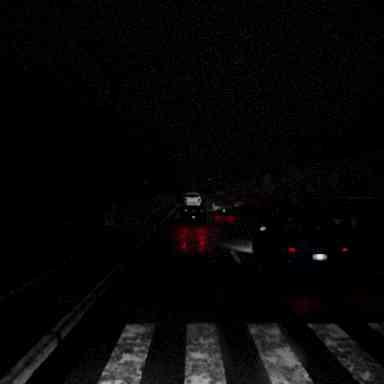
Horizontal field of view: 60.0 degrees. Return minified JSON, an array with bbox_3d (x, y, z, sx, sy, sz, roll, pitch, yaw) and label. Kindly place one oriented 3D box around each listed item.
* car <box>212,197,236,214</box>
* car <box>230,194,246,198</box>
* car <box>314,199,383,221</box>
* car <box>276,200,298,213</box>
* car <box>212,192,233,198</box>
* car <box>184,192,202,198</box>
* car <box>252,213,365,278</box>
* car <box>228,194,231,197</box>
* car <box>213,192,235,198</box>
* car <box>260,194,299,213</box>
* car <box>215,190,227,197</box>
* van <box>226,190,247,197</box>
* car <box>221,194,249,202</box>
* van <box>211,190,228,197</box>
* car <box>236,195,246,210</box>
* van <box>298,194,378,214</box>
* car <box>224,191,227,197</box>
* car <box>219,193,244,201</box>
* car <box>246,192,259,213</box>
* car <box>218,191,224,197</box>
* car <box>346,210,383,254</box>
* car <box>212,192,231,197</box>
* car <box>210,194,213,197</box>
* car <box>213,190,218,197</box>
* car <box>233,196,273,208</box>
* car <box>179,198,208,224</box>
[{"bbox_3d":[3.094,1.516,34.383,1.895,1.301,4.718,0,0,0],"label":"car"},{"bbox_3d":[7.891,1.351,41.345,5.366,1.575,1.946,1,1,-20],"label":"car"},{"bbox_3d":[8.040,1.332,14.549,4.553,1.767,2.185,1,0,-20],"label":"car"},{"bbox_3d":[8.061,1.446,20.524,4.892,1.521,2.231,1,0,-20],"label":"car"},{"bbox_3d":[8.230,0.702,89.206,5.366,1.575,1.946,1,0,-20],"label":"car"},{"bbox_3d":[0.093,1.073,43.065,2.150,2.045,5.566,0,1,0],"label":"car"},{"bbox_3d":[3.098,1.542,10.064,1.994,1.385,4.181,0,0,0],"label":"car"},{"bbox_3d":[8.057,1.334,47.386,4.674,1.452,2.002,0,0,-20],"label":"car"},{"bbox_3d":[8.063,0.769,83.173,5.008,1.535,2.097,1,1,-20],"label":"car"},{"bbox_3d":[8.045,1.187,23.492,5.566,2.045,2.435,1,0,-20],"label":"car"},{"bbox_3d":[7.887,1.012,65.220,5.366,1.575,1.946,0,1,-20],"label":"car"},{"bbox_3d":[7.957,1.031,50.315,4.442,1.987,1.878,0,1,-20],"label":"van"},{"bbox_3d":[8.087,1.097,62.316,4.792,1.488,2.163,0,1,-20],"label":"car"},{"bbox_3d":[7.949,0.416,95.060,4.442,1.987,1.878,1,1,-20],"label":"van"},{"bbox_3d":[8.036,1.409,38.417,4.792,1.488,2.163,1,1,-20],"label":"car"},{"bbox_3d":[8.179,1.227,17.584,4.442,1.987,1.878,1,0,-20],"label":"van"},{"bbox_3d":[8.034,1.088,53.343,4.553,1.767,2.185,0,1,-20],"label":"car"},{"bbox_3d":[8.055,1.010,68.269,4.674,1.452,2.002,0,1,-20],"label":"car"},{"bbox_3d":[8.095,1.174,29.488,5.566,2.045,2.435,1,0,-20],"label":"car"},{"bbox_3d":[7.887,1.113,59.254,5.366,1.575,1.946,0,1,-20],"label":"car"},{"bbox_3d":[8.064,1.504,11.577,4.674,1.452,2.002,1,0,-20],"label":"car"},{"bbox_3d":[8.082,0.703,92.136,4.792,1.488,2.163,1,0,-20],"label":"car"},{"bbox_3d":[8.087,0.552,80.206,5.566,2.045,2.435,1,1,-20],"label":"car"},{"bbox_3d":[8.068,0.844,77.208,4.892,1.521,2.231,1,1,-20],"label":"car"},{"bbox_3d":[8.089,1.359,44.414,4.792,1.488,2.163,1,0,-20],"label":"car"},{"bbox_3d":[0.096,1.439,24.262,2.128,1.511,4.902,0,0,0],"label":"car"}]
